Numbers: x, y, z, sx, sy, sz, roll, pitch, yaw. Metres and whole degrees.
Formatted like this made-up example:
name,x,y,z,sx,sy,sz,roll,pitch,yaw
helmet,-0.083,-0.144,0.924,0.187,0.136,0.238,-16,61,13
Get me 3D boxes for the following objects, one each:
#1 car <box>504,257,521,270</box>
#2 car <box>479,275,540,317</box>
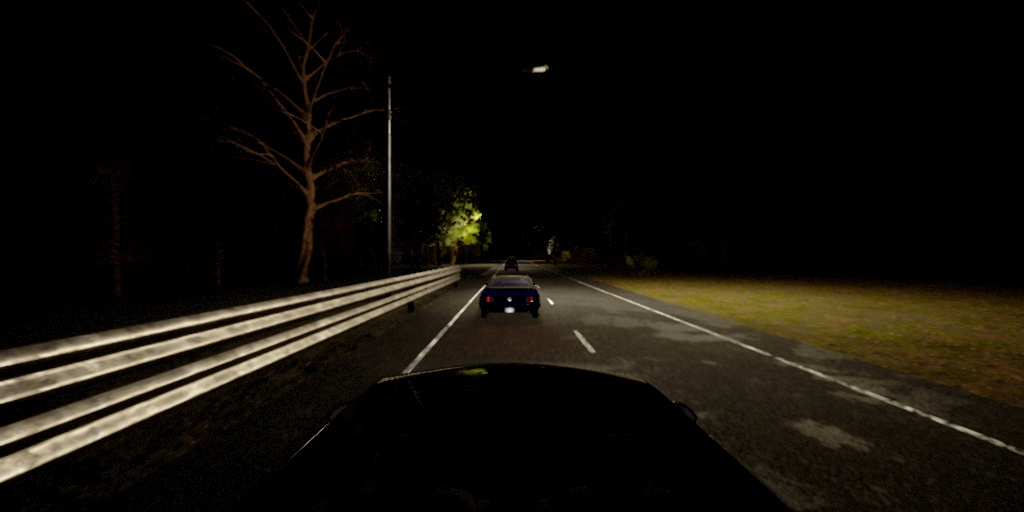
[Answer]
name,x,y,z,sx,sy,sz,roll,pitch,yaw
car,-0.085,1.267,50.045,2.033,1.411,5.357,0,0,0
car,-0.068,1.349,13.100,1.895,1.301,4.718,0,0,0
